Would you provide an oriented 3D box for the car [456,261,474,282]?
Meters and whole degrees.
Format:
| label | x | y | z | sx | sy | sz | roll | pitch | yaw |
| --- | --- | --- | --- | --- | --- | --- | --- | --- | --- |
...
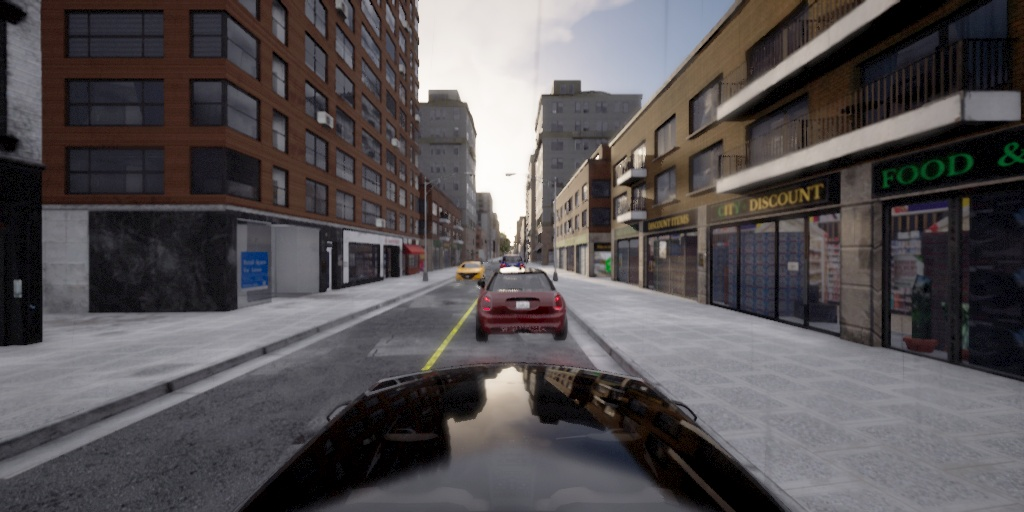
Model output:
| label | x | y | z | sx | sy | sz | roll | pitch | yaw |
| --- | --- | --- | --- | --- | --- | --- | --- | --- | --- |
| car | -3.155 | 1.178 | 27.970 | 1.882 | 1.535 | 5.008 | 0 | 0 | 0 |

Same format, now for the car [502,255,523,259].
| label | x | y | z | sx | sy | sz | roll | pitch | yaw |
| --- | --- | --- | --- | --- | --- | --- | --- | --- | --- |
| car | 0.038 | 0.917 | 31.103 | 2.150 | 2.045 | 5.566 | 0 | 0 | 0 |

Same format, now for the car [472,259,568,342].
| label | x | y | z | sx | sy | sz | roll | pitch | yaw |
| --- | --- | --- | --- | --- | --- | --- | --- | --- | --- |
| car | 0.115 | 1.085 | 9.958 | 2.097 | 1.767 | 4.553 | 0 | 0 | -3 |
